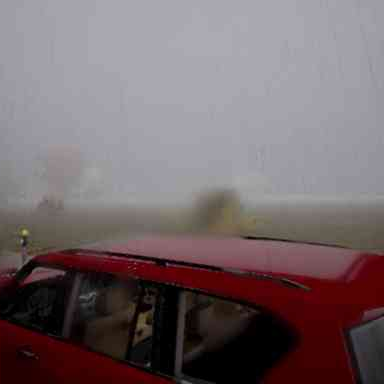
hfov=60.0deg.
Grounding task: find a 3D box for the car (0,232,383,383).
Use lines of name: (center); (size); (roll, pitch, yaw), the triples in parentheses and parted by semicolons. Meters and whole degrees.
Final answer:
car: (-0.544, 1.335, 3.095); (5.009, 1.841, 2.192); (-1, 0, 36)
